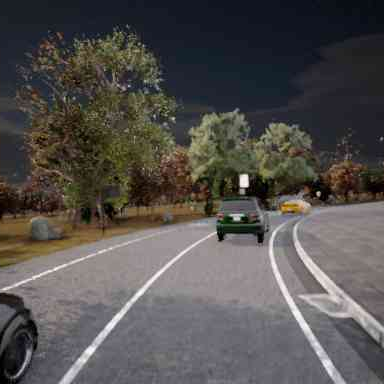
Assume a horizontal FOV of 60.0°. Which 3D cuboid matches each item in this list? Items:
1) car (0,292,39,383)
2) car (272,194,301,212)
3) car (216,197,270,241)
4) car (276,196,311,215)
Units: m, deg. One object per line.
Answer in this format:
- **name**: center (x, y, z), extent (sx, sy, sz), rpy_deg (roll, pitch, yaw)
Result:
- **car**: center (-3.059, 1.568, 2.604), extent (1.994, 1.385, 4.181), rpy_deg (0, 0, 4)
- **car**: center (12.002, 1.377, 41.390), extent (2.150, 2.045, 5.566), rpy_deg (-5, -3, 41)
- **car**: center (2.696, 1.258, 16.996), extent (2.150, 2.045, 5.566), rpy_deg (-2, 0, 16)
- **car**: center (10.613, 1.480, 33.749), extent (1.882, 1.535, 5.008), rpy_deg (-4, -2, 34)
